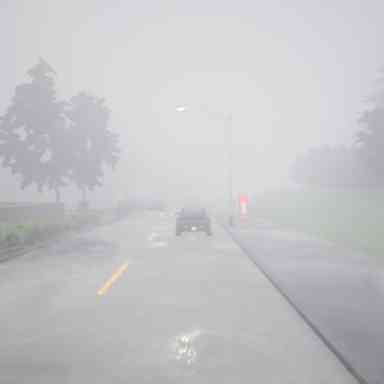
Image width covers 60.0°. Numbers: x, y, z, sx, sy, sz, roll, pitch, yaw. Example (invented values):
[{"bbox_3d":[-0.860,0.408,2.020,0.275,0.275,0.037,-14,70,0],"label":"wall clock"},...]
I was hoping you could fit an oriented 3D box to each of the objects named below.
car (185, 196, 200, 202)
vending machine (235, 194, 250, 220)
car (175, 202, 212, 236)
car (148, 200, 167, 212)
[{"bbox_3d":[0.066,1.435,45.826,2.097,1.767,4.553,0,0,0],"label":"car"},{"bbox_3d":[4.279,1.247,28.101,1.100,2.100,0.880,0,0,0],"label":"vending machine"},{"bbox_3d":[0.087,1.540,18.834,1.837,1.490,4.892,0,0,0],"label":"car"},{"bbox_3d":[-4.086,1.620,40.112,2.033,1.411,5.357,0,0,1],"label":"car"}]
